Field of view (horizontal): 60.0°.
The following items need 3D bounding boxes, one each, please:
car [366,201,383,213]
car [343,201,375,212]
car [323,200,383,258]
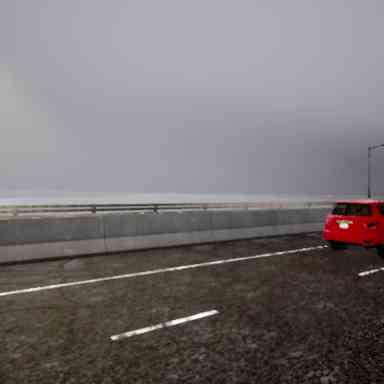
[{"bbox_3d":[24.701,1.903,42.601,5.357,1.411,2.033,1,0,-34],"label":"car"},{"bbox_3d":[22.983,1.960,45.658,4.718,1.301,1.895,1,0,-34],"label":"car"},{"bbox_3d":[7.644,1.335,13.454,5.566,2.045,2.150,1,0,-35],"label":"car"}]
